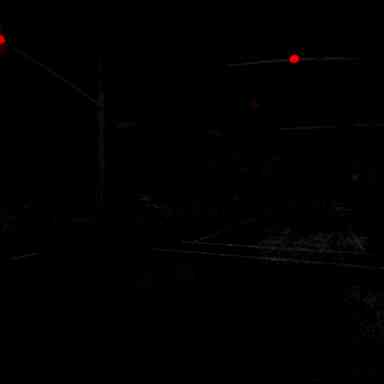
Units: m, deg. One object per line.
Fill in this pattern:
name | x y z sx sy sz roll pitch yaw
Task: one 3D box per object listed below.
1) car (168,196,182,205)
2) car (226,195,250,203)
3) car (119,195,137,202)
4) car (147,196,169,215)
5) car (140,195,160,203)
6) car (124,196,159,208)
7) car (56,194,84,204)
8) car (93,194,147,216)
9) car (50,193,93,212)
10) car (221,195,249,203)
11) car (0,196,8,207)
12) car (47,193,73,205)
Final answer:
car | -3.404 1.411 56.354 3.633 1.501 1.845 0 0 22
car | 9.267 1.421 67.399 4.514 1.523 2.007 0 0 22
car | -14.882 1.496 77.126 3.633 1.501 1.845 0 0 22
car | -4.620 1.438 32.679 3.806 1.475 1.970 0 0 22
car | -9.114 1.494 71.587 3.806 1.475 1.970 0 0 22
car | -7.181 1.389 47.102 4.514 1.523 2.007 0 0 22
car | -21.959 1.218 59.942 4.605 1.855 1.932 0 0 22
car | -6.431 1.155 29.825 3.866 1.878 1.905 0 0 22
car | -12.499 1.188 35.815 4.605 1.855 1.932 0 0 22
car | 8.143 1.411 64.470 5.027 1.636 2.152 0 0 22
car | -27.447 1.272 45.227 5.027 1.636 2.152 0 0 22
car | -22.663 1.196 57.093 3.866 1.878 1.905 0 0 22
